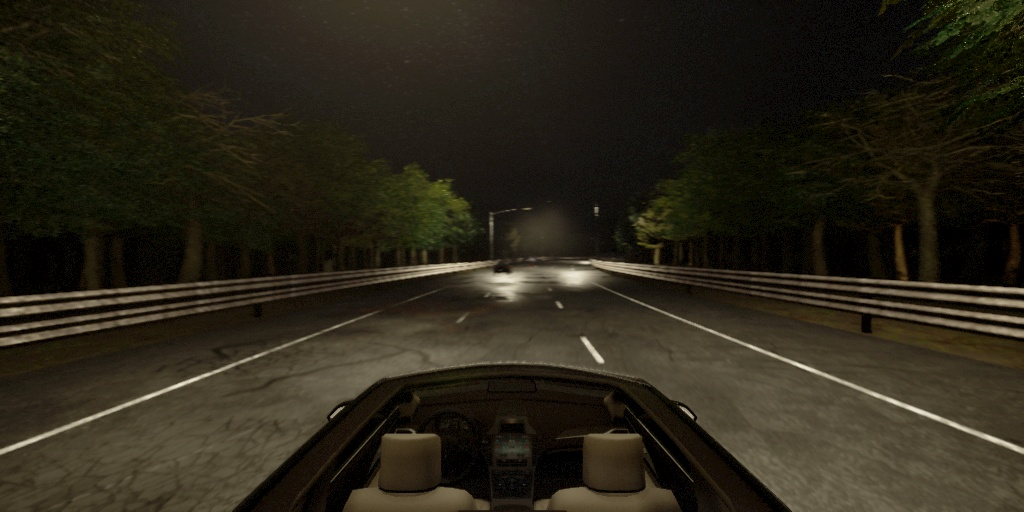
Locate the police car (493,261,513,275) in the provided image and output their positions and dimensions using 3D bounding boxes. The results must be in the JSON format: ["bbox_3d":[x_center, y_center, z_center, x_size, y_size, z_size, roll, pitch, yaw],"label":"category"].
[{"bbox_3d":[-1.010,1.391,43.413,1.930,1.638,5.238,-1,0,7],"label":"police car"}]
